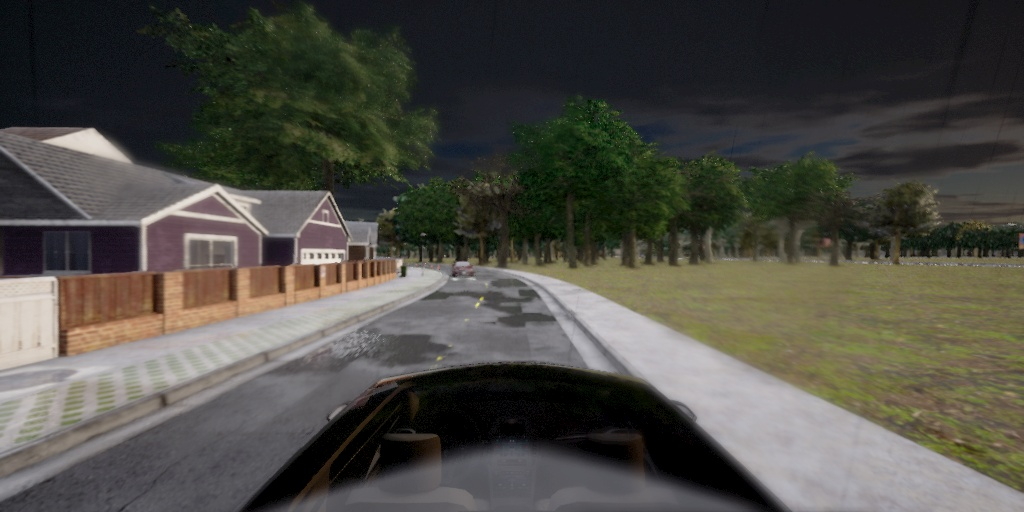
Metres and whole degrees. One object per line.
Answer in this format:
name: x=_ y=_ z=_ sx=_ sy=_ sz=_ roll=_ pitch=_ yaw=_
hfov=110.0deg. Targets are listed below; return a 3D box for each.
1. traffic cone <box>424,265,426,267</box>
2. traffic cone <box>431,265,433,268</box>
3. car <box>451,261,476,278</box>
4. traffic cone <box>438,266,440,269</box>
traffic cone: x=-14.009 y=1.515 z=57.675 sx=0.340 sy=0.580 sz=0.340 roll=0 pitch=0 yaw=-28
traffic cone: x=-11.869 y=1.521 z=53.307 sx=0.340 sy=0.580 sz=0.340 roll=0 pitch=0 yaw=-25
car: x=-4.534 y=1.156 z=32.911 sx=1.812 sy=1.442 sz=4.674 roll=0 pitch=0 yaw=-11
traffic cone: x=-9.971 y=1.531 z=48.829 sx=0.340 sy=0.580 sz=0.340 roll=0 pitch=0 yaw=-21
